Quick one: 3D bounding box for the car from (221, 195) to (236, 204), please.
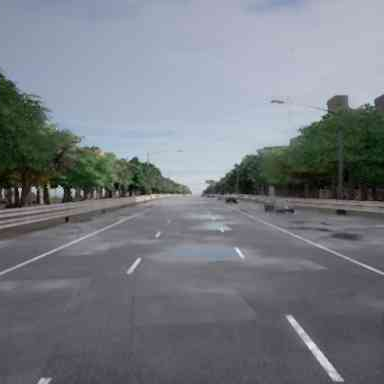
[{"bbox_3d":[6.935,1.303,60.694,1.837,1.490,4.892,0,0,1],"label":"car"}]

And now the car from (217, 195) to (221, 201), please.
[{"bbox_3d":[7.013,1.315,78.349,2.033,1.411,5.357,0,0,0],"label":"car"}]

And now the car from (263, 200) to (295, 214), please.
[{"bbox_3d":[8.826,1.481,34.150,1.994,1.385,4.181,0,0,-9],"label":"car"}]
